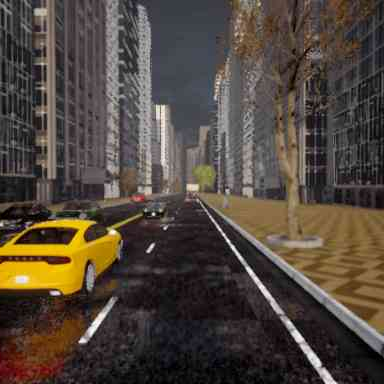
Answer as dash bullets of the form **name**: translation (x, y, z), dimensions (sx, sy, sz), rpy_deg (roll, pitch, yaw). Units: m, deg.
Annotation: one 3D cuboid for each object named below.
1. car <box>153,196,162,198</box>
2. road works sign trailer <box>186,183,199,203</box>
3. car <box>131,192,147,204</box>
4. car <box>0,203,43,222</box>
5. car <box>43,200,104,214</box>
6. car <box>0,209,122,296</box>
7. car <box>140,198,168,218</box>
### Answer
- **car**: translation (-6.494, 1.373, 62.125), dimensions (2.033, 1.411, 5.357), rpy_deg (0, 0, 0)
- **road works sign trailer**: translation (0.122, 0.207, 63.044), dimensions (2.380, 3.560, 2.880), rpy_deg (3, -3, 1)
- **car**: translation (-9.751, 1.065, 61.454), dimensions (2.150, 2.045, 5.566), rpy_deg (0, 0, 0)
- **car**: translation (-9.844, 1.450, 19.592), dimensions (1.837, 1.490, 4.892), rpy_deg (0, 0, 0)
- **car**: translation (-6.594, 1.296, 19.609), dimensions (2.097, 1.767, 4.553), rpy_deg (0, 0, 0)
- **car**: translation (-3.151, 1.453, 8.645), dimensions (1.882, 1.535, 5.008), rpy_deg (0, 0, 0)
- **car**: translation (-3.143, 1.517, 29.390), dimensions (1.895, 1.301, 4.718), rpy_deg (0, 0, 0)
